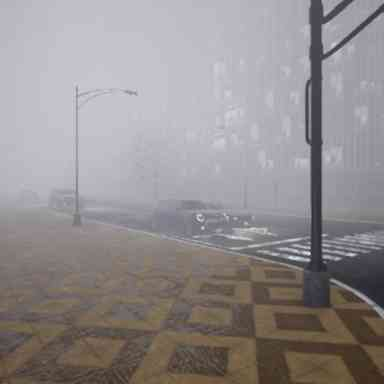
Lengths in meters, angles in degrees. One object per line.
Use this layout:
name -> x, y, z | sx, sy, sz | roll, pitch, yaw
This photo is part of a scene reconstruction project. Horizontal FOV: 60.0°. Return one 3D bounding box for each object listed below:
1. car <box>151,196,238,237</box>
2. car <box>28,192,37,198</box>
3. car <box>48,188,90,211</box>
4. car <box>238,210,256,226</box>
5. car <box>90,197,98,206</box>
car -> -0.171, 1.116, 16.811 | 2.097, 1.767, 4.553 | 0, 1, -38
car -> -22.099, 0.354, 44.794 | 2.128, 1.511, 4.902 | 0, 1, -38
car -> -12.170, 0.629, 32.014 | 2.150, 2.045, 5.566 | 0, 1, -38
car -> 1.304, 1.273, 20.187 | 2.033, 1.411, 5.357 | 0, 1, -38
car -> -12.314, 0.924, 37.467 | 1.895, 1.301, 4.718 | 0, 1, -38
